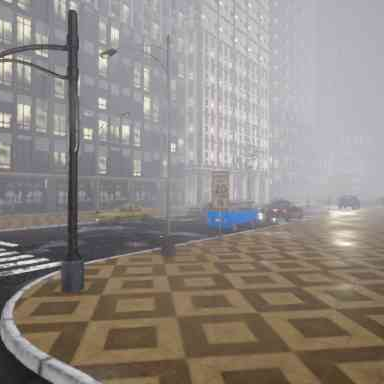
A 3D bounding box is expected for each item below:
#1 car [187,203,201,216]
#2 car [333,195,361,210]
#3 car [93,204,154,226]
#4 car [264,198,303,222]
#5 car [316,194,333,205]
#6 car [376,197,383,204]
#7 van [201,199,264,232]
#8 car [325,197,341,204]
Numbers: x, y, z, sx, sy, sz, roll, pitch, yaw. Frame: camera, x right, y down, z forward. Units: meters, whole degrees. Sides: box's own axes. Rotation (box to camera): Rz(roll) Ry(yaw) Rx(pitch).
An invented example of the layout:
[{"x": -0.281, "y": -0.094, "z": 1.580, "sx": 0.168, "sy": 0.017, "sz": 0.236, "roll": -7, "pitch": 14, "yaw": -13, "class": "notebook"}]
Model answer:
[{"x": 1.279, "y": 1.604, "z": 31.715, "sx": 1.802, "sy": 1.307, "sz": 4.206, "roll": 0, "pitch": 0, "yaw": 38, "class": "car"}, {"x": 21.086, "y": 1.368, "z": 44.562, "sx": 2.192, "sy": 1.841, "sz": 5.009, "roll": 0, "pitch": 0, "yaw": 38, "class": "car"}, {"x": -4.822, "y": 1.540, "z": 23.987, "sx": 1.752, "sy": 1.417, "sz": 4.829, "roll": 0, "pitch": 0, "yaw": 38, "class": "car"}, {"x": 7.527, "y": 1.472, "z": 26.914, "sx": 1.967, "sy": 1.590, "sz": 4.097, "roll": 0, "pitch": 0, "yaw": 38, "class": "car"}, {"x": 25.007, "y": 1.381, "z": 62.599, "sx": 2.192, "sy": 1.841, "sz": 5.009, "roll": 0, "pitch": 0, "yaw": 38, "class": "car"}, {"x": 38.034, "y": 1.658, "z": 66.620, "sx": 1.947, "sy": 1.339, "sz": 4.313, "roll": 0, "pitch": 0, "yaw": 38, "class": "car"}, {"x": 2.571, "y": 1.368, "z": 20.280, "sx": 1.690, "sy": 1.788, "sz": 3.998, "roll": 0, "pitch": 0, "yaw": 38, "class": "van"}, {"x": 28.397, "y": 1.624, "z": 67.011, "sx": 2.008, "sy": 1.369, "sz": 4.403, "roll": 0, "pitch": 0, "yaw": 38, "class": "car"}]
